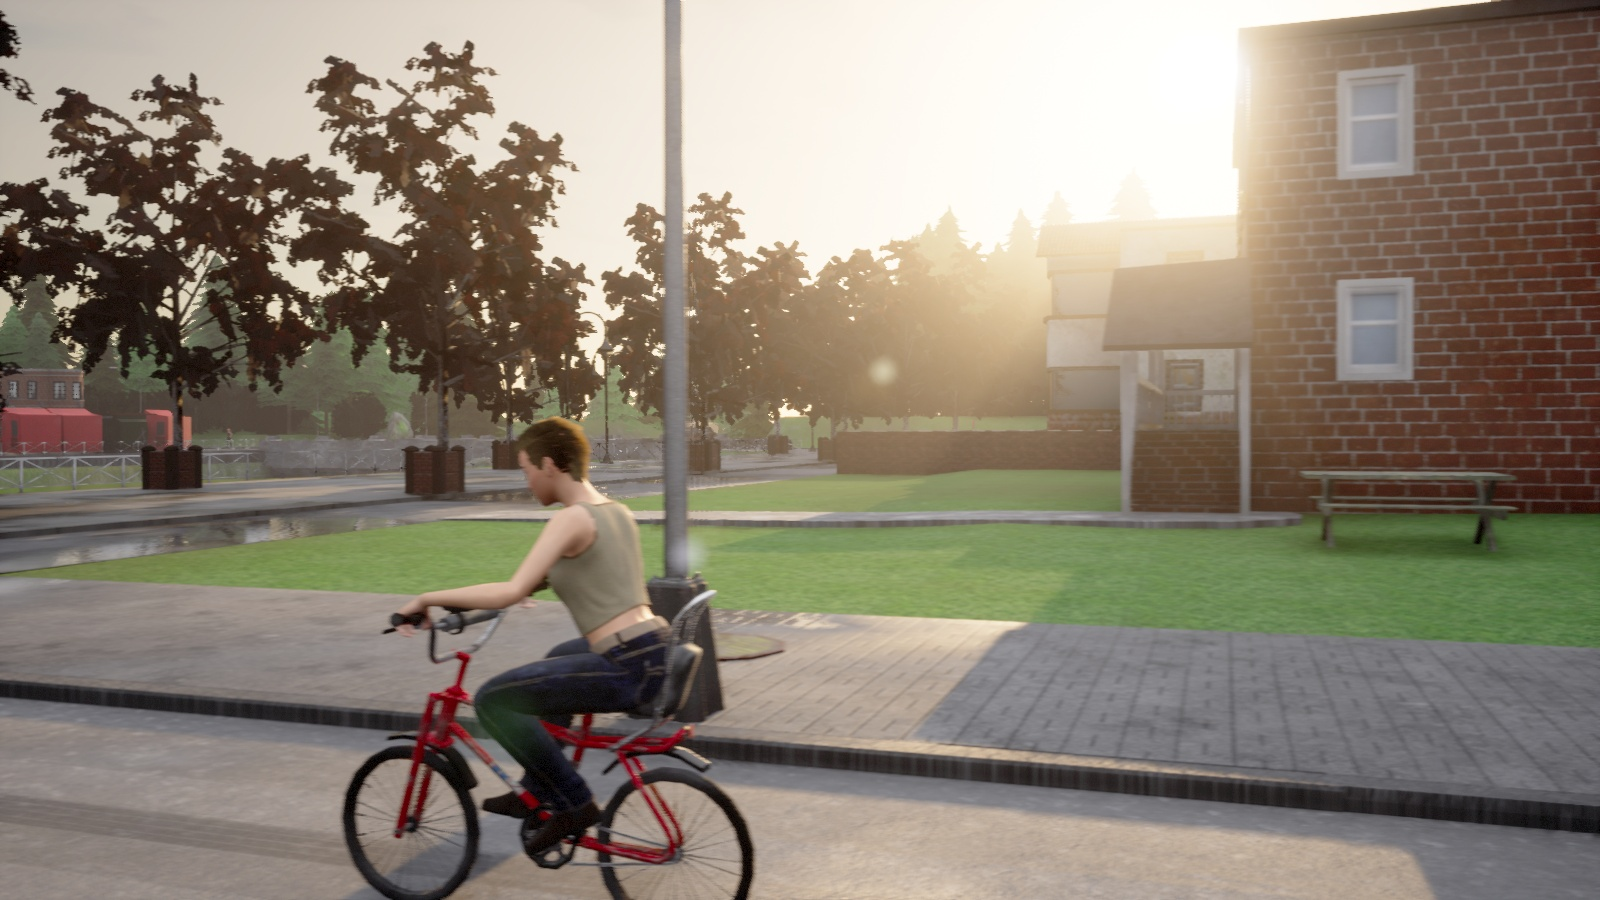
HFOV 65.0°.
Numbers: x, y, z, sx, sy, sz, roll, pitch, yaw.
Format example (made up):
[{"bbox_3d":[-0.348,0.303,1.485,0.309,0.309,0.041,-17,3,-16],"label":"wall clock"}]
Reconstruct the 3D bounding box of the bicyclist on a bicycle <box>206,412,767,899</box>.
[{"bbox_3d":[-0.968,0.695,4.038,1.509,1.612,0.866,0,1,19],"label":"bicyclist on a bicycle"}]
